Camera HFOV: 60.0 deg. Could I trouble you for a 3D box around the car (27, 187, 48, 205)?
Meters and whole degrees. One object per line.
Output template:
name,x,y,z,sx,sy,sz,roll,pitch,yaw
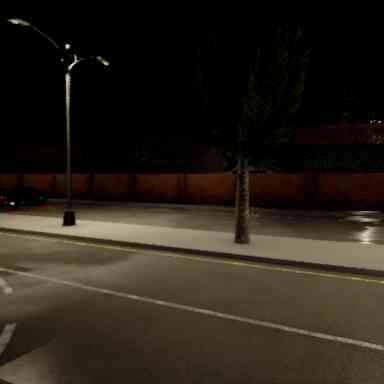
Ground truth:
car,-14.409,0.298,28.017,5.008,1.535,1.882,2,3,27

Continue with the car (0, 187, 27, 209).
car,-14.618,0.490,24.200,4.892,1.490,1.837,2,3,27
